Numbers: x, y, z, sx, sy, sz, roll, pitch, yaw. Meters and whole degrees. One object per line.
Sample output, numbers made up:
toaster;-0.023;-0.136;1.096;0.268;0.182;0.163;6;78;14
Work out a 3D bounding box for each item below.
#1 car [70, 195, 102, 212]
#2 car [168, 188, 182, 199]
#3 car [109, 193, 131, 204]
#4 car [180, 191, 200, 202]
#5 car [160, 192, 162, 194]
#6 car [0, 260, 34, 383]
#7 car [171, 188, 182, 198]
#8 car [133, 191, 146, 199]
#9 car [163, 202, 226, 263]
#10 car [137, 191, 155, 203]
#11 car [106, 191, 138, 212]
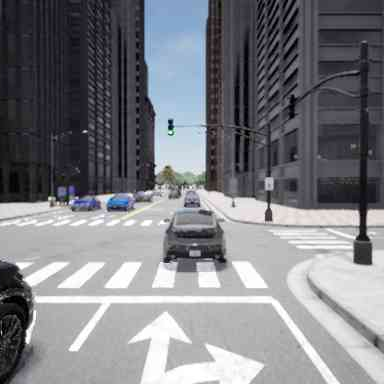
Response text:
car;-9.906;1.038;31.460;1.812;1.442;4.674;0;1;0
car;-3.374;0.544;61.638;2.128;1.511;4.902;0;1;0
car;-9.924;0.886;46.156;1.895;1.301;4.718;0;1;0
car;0.021;0.943;38.955;2.033;1.411;5.357;0;1;0
car;-6.626;0.304;62.885;1.994;1.385;4.181;0;1;0
car;-3.149;1.187;2.022;2.150;2.045;5.566;0;1;0
car;-3.394;0.091;71.898;2.150;2.045;5.566;0;1;0
car;-9.876;0.477;62.882;1.812;1.442;4.674;0;1;0
car;0.076;1.331;11.274;1.837;1.490;4.892;0;1;0
car;-6.673;0.842;46.637;1.994;1.385;4.181;0;1;0
car;-6.658;0.992;31.288;1.882;1.535;5.008;0;1;0
